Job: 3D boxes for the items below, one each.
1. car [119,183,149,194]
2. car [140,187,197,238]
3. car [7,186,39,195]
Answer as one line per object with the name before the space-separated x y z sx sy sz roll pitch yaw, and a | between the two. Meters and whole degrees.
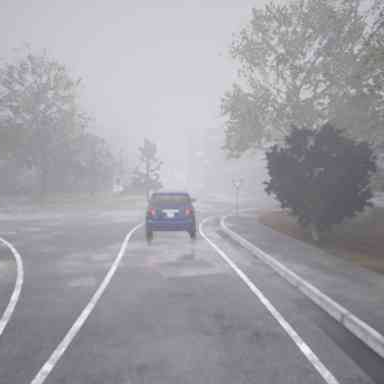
car | -10.227 -0.643 58.762 5.566 2.045 2.150 0 2 8
car | -0.970 0.905 15.868 2.150 2.045 5.566 0 2 -3
car | -28.781 -0.314 56.678 5.008 1.535 1.882 -1 2 -43
